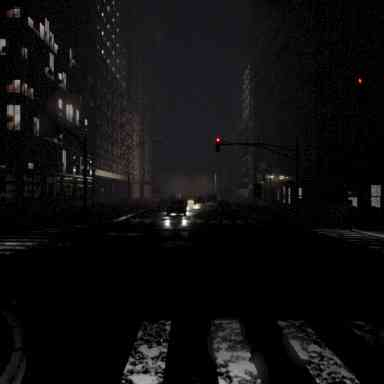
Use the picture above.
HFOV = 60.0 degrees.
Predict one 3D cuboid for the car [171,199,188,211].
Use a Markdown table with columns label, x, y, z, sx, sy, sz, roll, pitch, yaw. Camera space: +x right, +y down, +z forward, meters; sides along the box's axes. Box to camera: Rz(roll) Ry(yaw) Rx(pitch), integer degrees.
| label | x | y | z | sx | sy | sz | roll | pitch | yaw |
| --- | --- | --- | --- | --- | --- | --- | --- | --- | --- |
| car | -1.540 | 1.614 | 42.680 | 1.895 | 1.301 | 4.718 | 0 | 0 | 0 |

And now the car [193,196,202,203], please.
| label | x | y | z | sx | sy | sz | roll | pitch | yaw |
| --- | --- | --- | --- | --- | --- | --- | --- | --- | --- |
| car | 1.172 | 1.528 | 73.349 | 2.033 | 1.411 | 5.357 | 0 | 0 | 0 |

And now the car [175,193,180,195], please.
| label | x | y | z | sx | sy | sz | roll | pitch | yaw |
| --- | --- | --- | --- | --- | --- | --- | --- | --- | --- |
| car | -4.160 | 1.426 | 74.949 | 1.967 | 1.590 | 4.097 | 0 | 0 | 0 |

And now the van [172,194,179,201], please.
| label | x | y | z | sx | sy | sz | roll | pitch | yaw |
| --- | --- | --- | --- | --- | --- | --- | --- | --- | --- |
| van | -4.210 | 1.315 | 86.004 | 1.690 | 1.788 | 3.998 | 0 | 0 | 0 |

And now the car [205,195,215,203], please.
| label | x | y | z | sx | sy | sz | roll | pitch | yaw |
| --- | --- | --- | --- | --- | --- | --- | --- | --- | --- |
| car | 3.744 | 1.432 | 69.457 | 1.967 | 1.590 | 4.097 | 0 | 0 | 0 |

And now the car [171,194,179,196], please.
| label | x | y | z | sx | sy | sz | roll | pitch | yaw |
| --- | --- | --- | --- | --- | --- | --- | --- | --- | --- |
| car | -4.111 | 1.564 | 63.894 | 1.947 | 1.339 | 4.313 | 0 | 0 | 0 |

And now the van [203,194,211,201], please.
| label | x | y | z | sx | sy | sz | roll | pitch | yaw |
| --- | --- | --- | --- | --- | --- | --- | --- | --- | --- |
| van | 3.695 | 1.321 | 80.512 | 1.690 | 1.788 | 3.998 | 0 | 0 | 0 |

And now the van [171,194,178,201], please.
| label | x | y | z | sx | sy | sz | roll | pitch | yaw |
| --- | --- | --- | --- | --- | --- | --- | --- | --- | --- |
| van | -4.185 | 1.321 | 80.477 | 1.690 | 1.788 | 3.998 | 0 | 0 | 0 |

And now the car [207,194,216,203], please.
| label | x | y | z | sx | sy | sz | roll | pitch | yaw |
| --- | --- | --- | --- | --- | --- | --- | --- | --- | --- |
| car | 3.769 | 1.313 | 63.929 | 2.192 | 1.841 | 5.009 | 0 | 0 | 0 |

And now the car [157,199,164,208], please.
| label | x | y | z | sx | sy | sz | roll | pitch | yaw |
| --- | --- | --- | --- | --- | --- | --- | --- | --- | --- |
| car | -4.037 | 1.593 | 47.311 | 1.802 | 1.307 | 4.206 | 0 | 0 | 0 |

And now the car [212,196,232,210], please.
| label | x | y | z | sx | sy | sz | roll | pitch | yaw |
| --- | --- | --- | --- | --- | --- | --- | --- | --- | --- |
| car | 3.917 | 1.579 | 41.820 | 1.947 | 1.339 | 4.313 | 0 | 0 | 0 |

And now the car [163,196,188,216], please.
| label | x | y | z | sx | sy | sz | roll | pitch | yaw |
| --- | --- | --- | --- | --- | --- | --- | --- | --- | --- |
| car | -1.507 | 1.494 | 33.319 | 1.882 | 1.535 | 5.008 | 0 | 0 | 0 |

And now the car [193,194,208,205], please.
| label | x | y | z | sx | sy | sz | roll | pitch | yaw |
| --- | --- | --- | --- | --- | --- | --- | --- | --- | --- |
| car | 1.320 | 1.528 | 59.733 | 1.812 | 1.442 | 4.674 | 0 | 0 | -2 |
